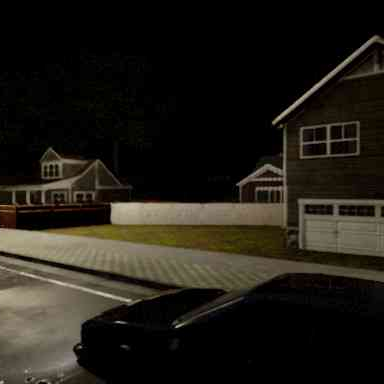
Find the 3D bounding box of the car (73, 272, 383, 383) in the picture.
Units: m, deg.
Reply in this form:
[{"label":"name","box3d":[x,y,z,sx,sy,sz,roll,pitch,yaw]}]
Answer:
[{"label":"car","box3d":[1.205,1.553,3.124,5.357,1.411,2.033,0,0,35]}]
